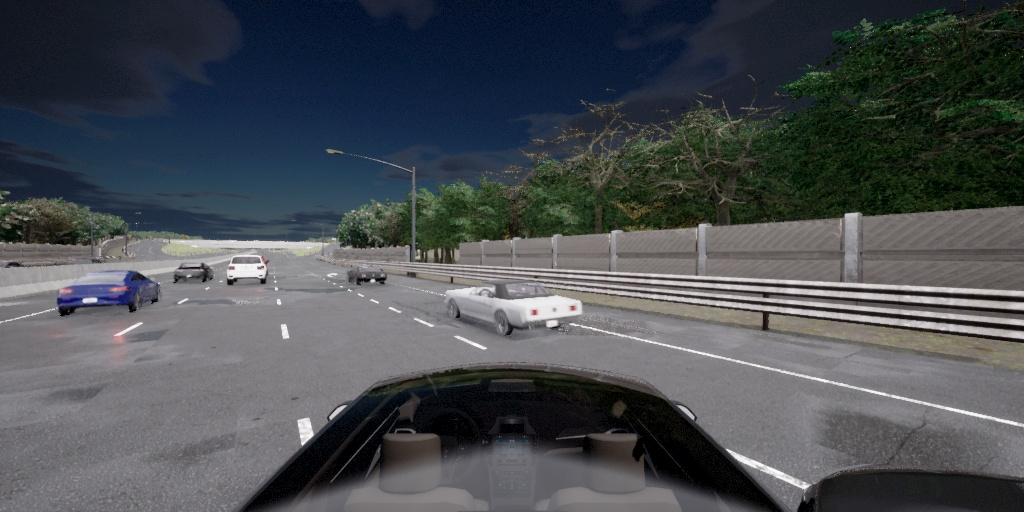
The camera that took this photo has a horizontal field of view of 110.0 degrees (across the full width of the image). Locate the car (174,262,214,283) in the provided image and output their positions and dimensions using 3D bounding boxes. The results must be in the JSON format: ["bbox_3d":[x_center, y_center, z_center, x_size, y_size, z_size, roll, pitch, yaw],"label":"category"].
[{"bbox_3d":[-24.432,1.222,27.622,2.128,1.511,4.902,0,0,-34],"label":"car"}]

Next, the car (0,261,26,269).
[{"bbox_3d":[-43.182,1.220,30.133,1.837,1.490,4.892,0,0,-34],"label":"car"}]

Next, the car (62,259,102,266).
[{"bbox_3d":[-42.630,1.064,35.632,2.097,1.767,4.553,0,0,-34],"label":"car"}]

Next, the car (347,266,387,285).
[{"bbox_3d":[-10.506,1.342,25.705,1.895,1.301,4.718,0,0,-34],"label":"car"}]

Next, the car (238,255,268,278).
[{"bbox_3d":[-25.265,0.946,35.169,2.150,2.045,5.566,0,0,-34],"label":"car"}]

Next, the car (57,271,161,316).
[{"bbox_3d":[-14.940,1.270,13.503,1.812,1.442,4.674,0,0,-34],"label":"car"}]

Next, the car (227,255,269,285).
[{"bbox_3d":[-19.274,0.957,26.216,2.150,2.045,5.566,0,0,-34],"label":"car"}]

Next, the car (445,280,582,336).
[{"bbox_3d":[-0.268,1.350,10.551,1.895,1.301,4.718,0,0,-34],"label":"car"}]

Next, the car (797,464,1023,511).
[{"bbox_3d":[2.985,1.315,0.468,4.181,1.385,1.994,0,0,34],"label":"car"}]
